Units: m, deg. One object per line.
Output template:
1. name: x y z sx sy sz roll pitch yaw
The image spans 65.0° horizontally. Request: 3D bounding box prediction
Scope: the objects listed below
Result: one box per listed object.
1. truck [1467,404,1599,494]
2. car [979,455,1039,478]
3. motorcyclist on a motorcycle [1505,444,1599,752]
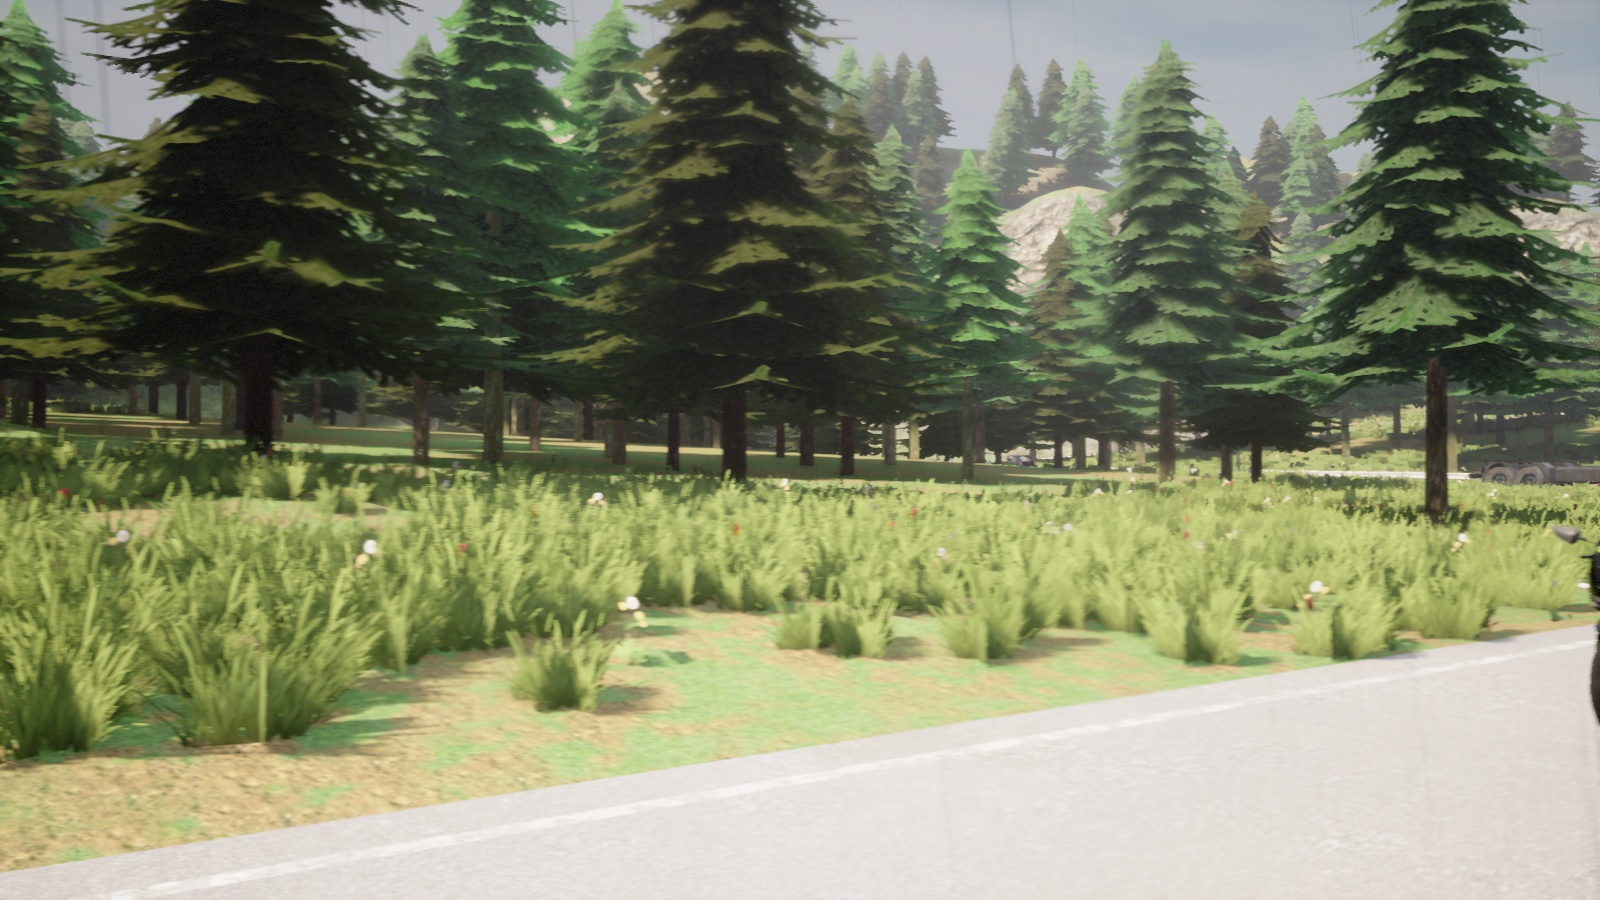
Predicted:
1. truck: 31.182 -0.045 49.811 2.891 3.462 7.936 0 0 -34
2. car: 13.633 1.062 82.028 1.845 1.501 3.633 0 0 -34
3. motorcyclist on a motorcycle: 4.775 0.733 6.839 2.044 1.523 0.797 0 0 -34
